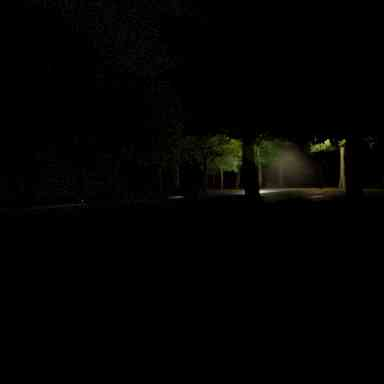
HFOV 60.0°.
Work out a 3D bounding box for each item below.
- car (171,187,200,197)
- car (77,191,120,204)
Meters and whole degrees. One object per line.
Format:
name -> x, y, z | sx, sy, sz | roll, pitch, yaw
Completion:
car -> -0.877, -0.092, 50.021 | 2.033, 1.411, 5.357 | -1, 2, 38
car -> -10.482, 0.567, 37.567 | 1.895, 1.301, 4.718 | -1, 2, 37
